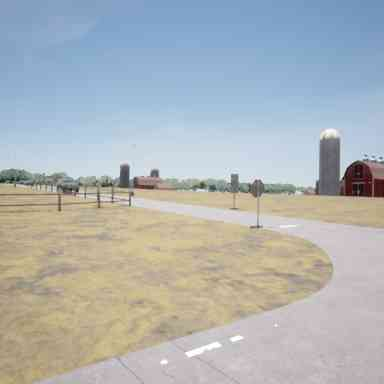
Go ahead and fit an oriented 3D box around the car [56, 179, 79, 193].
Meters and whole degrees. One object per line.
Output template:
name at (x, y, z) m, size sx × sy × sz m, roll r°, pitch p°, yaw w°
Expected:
car at (-18.673, -0.957, 49.871) m, size 2.150 × 2.045 × 5.566 m, roll 2°, pitch 2°, yaw -36°
